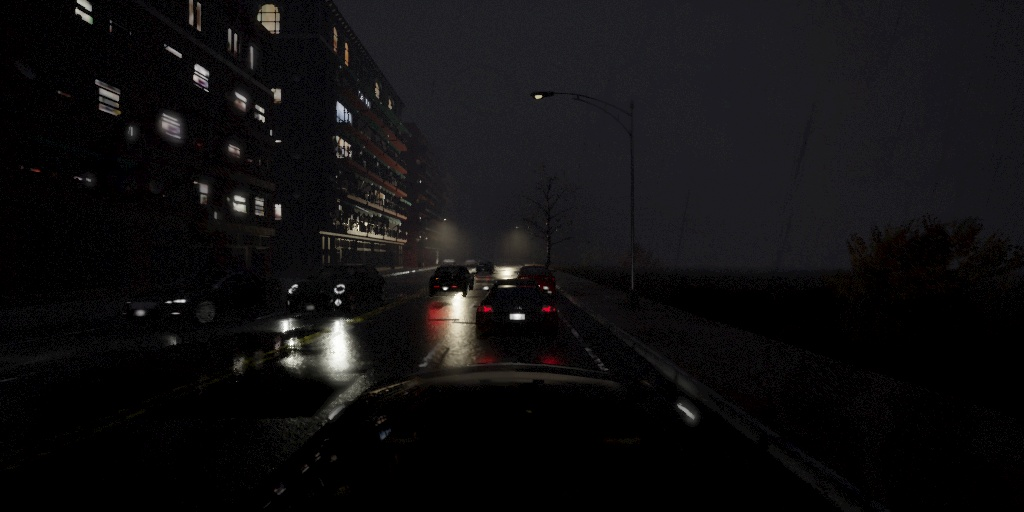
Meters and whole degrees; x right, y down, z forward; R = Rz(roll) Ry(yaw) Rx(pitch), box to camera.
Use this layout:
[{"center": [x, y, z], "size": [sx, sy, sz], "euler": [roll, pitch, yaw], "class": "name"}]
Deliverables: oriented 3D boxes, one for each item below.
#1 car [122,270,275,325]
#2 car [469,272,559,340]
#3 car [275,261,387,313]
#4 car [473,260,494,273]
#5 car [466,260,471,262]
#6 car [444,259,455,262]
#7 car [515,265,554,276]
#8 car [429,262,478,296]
[{"center": [-9.837, 1.243, 11.949], "size": [2.128, 1.511, 4.902], "euler": [0, 0, 0], "class": "car"}, {"center": [0.113, 1.315, 9.957], "size": [1.994, 1.385, 4.181], "euler": [0, 0, 0], "class": "car"}, {"center": [-6.584, 1.104, 13.959], "size": [2.097, 1.767, 4.553], "euler": [0, 0, 0], "class": "car"}, {"center": [-3.094, 1.243, 41.179], "size": [2.128, 1.511, 4.902], "euler": [0, 0, 0], "class": "car"}, {"center": [-6.511, 1.298, 56.674], "size": [2.033, 1.411, 5.357], "euler": [0, 0, 0], "class": "car"}, {"center": [-9.764, 1.242, 55.339], "size": [2.128, 1.511, 4.902], "euler": [0, 0, 0], "class": "car"}, {"center": [1.161, 1.230, 18.876], "size": [1.882, 1.535, 5.008], "euler": [0, 0, 0], "class": "car"}, {"center": [-3.126, 1.257, 19.251], "size": [1.837, 1.490, 4.892], "euler": [0, 0, 0], "class": "car"}]
